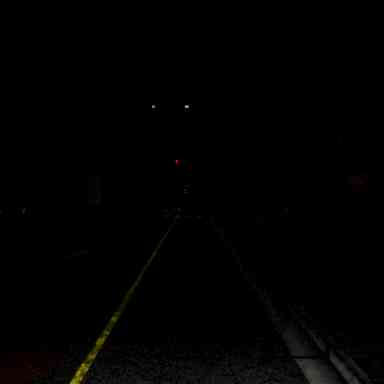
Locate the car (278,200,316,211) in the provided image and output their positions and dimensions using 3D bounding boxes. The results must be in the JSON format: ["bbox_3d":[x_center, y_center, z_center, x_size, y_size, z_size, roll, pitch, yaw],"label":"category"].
[{"bbox_3d":[12.370,1.570,39.111,4.313,1.339,1.947,0,-1,0],"label":"car"}]

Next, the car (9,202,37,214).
[{"bbox_3d":[-20.616,1.832,39.093,4.403,1.369,2.008,-1,-1,0],"label":"car"}]

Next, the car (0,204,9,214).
[{"bbox_3d":[-23.549,1.798,36.458,5.357,1.411,2.033,0,-1,0],"label":"car"}]

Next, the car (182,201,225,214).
[{"bbox_3d":[1.278,1.666,36.463,4.718,1.301,1.895,0,-1,0],"label":"car"}]
